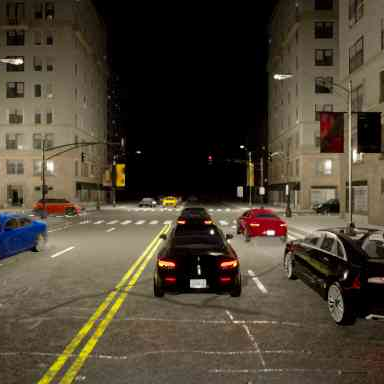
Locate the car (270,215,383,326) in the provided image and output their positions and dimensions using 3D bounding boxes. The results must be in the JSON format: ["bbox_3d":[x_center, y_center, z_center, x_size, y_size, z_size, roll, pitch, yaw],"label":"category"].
[{"bbox_3d":[3.352,1.493,7.040,2.128,1.511,4.902,0,0,1],"label":"car"}]

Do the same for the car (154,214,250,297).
[{"bbox_3d":[0.114,1.527,8.440,1.812,1.442,4.674,0,0,0],"label":"car"}]

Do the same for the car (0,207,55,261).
[{"bbox_3d":[-6.553,1.479,10.873,1.882,1.535,5.008,0,0,0],"label":"car"}]

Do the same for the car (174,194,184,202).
[{"bbox_3d":[-3.083,1.354,78.182,2.097,1.767,4.553,0,0,0],"label":"car"}]

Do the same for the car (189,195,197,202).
[{"bbox_3d":[0.169,1.614,78.528,1.895,1.301,4.718,0,0,0],"label":"car"}]

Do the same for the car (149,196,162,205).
[{"bbox_3d":[-6.453,1.525,58.882,1.837,1.490,4.892,0,0,0],"label":"car"}]

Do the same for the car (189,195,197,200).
[{"bbox_3d":[0.190,1.443,88.502,1.994,1.385,4.181,0,0,0],"label":"car"}]

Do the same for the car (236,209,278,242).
[{"bbox_3d":[3.283,1.529,16.135,1.812,1.442,4.674,0,0,0],"label":"car"}]

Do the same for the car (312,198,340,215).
[{"bbox_3d":[14.834,1.412,34.390,4.553,1.767,2.097,0,0,1],"label":"car"}]

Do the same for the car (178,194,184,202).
[{"bbox_3d":[-3.115,1.374,68.220,2.097,1.767,4.553,0,0,0],"label":"car"}]

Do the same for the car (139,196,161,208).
[{"bbox_3d":[-6.464,1.565,49.143,2.033,1.411,5.357,0,0,4],"label":"car"}]

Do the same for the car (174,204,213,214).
[{"bbox_3d":[0.135,1.530,17.349,1.812,1.442,4.674,0,0,0],"label":"car"}]

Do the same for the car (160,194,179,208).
[{"bbox_3d":[-3.248,1.496,49.431,1.882,1.535,5.008,0,0,-1],"label":"car"}]

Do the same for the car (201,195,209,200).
[{"bbox_3d":[3.440,1.443,88.494,1.994,1.385,4.181,0,0,0],"label":"car"}]

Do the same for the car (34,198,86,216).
[{"bbox_3d":[-12.535,1.345,31.602,4.553,1.767,2.097,0,0,0],"label":"car"}]

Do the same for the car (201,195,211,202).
[{"bbox_3d":[3.417,1.558,78.075,2.033,1.411,5.357,0,0,0],"label":"car"}]

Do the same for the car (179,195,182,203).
[{"bbox_3d":[-3.203,1.621,58.769,1.895,1.301,4.718,0,0,0],"label":"car"}]

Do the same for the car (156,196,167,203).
[{"bbox_3d":[-6.352,1.547,69.035,1.812,1.442,4.674,0,0,0],"label":"car"}]
